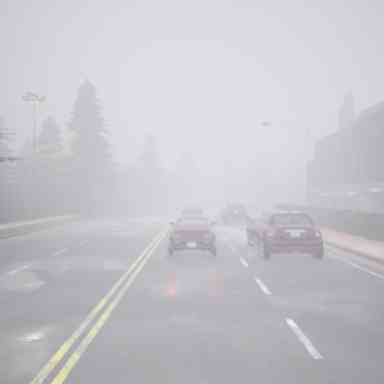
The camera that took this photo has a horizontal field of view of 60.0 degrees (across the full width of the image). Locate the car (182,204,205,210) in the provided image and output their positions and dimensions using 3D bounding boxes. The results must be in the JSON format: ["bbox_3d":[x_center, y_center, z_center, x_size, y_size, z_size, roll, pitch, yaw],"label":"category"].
[{"bbox_3d":[0.136,1.803,29.208,1.882,1.535,5.008,0,0,3],"label":"car"}]

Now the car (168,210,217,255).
[{"bbox_3d":[0.026,1.681,13.876,1.812,1.442,4.674,0,0,1],"label":"car"}]

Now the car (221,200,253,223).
[{"bbox_3d":[3.597,1.668,28.394,2.097,1.767,4.553,0,-1,2],"label":"car"}]

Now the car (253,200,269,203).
[{"bbox_3d":[12.775,2.263,64.481,5.357,1.411,2.033,1,-1,-40],"label":"car"}]

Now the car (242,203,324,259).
[{"bbox_3d":[3.521,1.501,13.399,2.097,1.767,4.553,0,-1,0],"label":"car"}]

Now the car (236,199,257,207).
[{"bbox_3d":[11.109,2.277,67.609,4.674,1.442,1.812,0,-1,-42],"label":"car"}]
